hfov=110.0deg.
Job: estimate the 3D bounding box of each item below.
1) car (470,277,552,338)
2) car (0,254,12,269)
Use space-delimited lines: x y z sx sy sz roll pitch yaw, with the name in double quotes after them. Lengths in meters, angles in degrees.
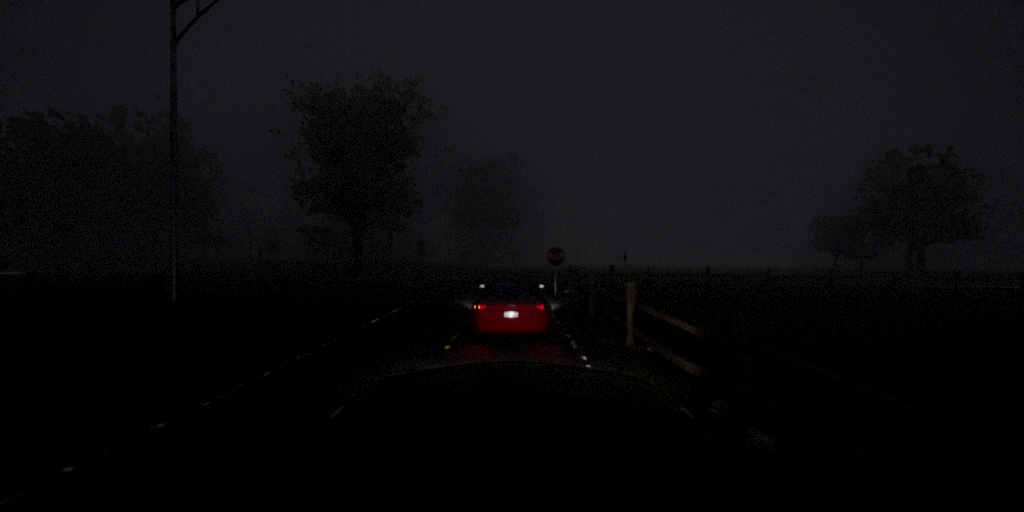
-0.004 1.269 10.039 1.994 1.385 4.181 0 0 0 "car"
-45.529 0.407 30.354 4.892 1.490 1.837 1 0 3 "car"
